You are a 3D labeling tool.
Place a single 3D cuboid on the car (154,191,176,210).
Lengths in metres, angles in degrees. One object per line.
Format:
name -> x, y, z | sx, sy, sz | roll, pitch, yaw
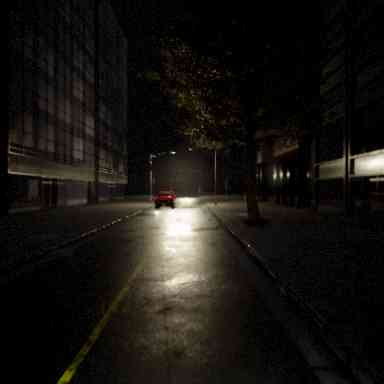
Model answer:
car -> -3.025, 0.954, 38.464 | 2.150, 2.045, 5.566 | 0, 0, 0
